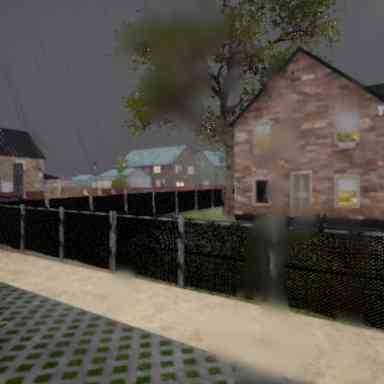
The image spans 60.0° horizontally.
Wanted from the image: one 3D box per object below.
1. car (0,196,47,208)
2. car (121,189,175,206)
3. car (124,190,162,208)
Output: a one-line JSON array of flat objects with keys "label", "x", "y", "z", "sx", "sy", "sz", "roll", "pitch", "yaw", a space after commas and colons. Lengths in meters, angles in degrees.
[{"label": "car", "x": -12.147, "y": 0.976, "z": 21.259, "sx": 2.033, "sy": 1.411, "sz": 5.357, "roll": 0, "pitch": 2, "yaw": 35}, {"label": "car", "x": -4.175, "y": 0.486, "z": 32.305, "sx": 2.033, "sy": 1.411, "sz": 5.357, "roll": 0, "pitch": 2, "yaw": 36}, {"label": "car", "x": -3.749, "y": 0.544, "z": 27.915, "sx": 2.128, "sy": 1.511, "sz": 4.902, "roll": 0, "pitch": 2, "yaw": 36}]
